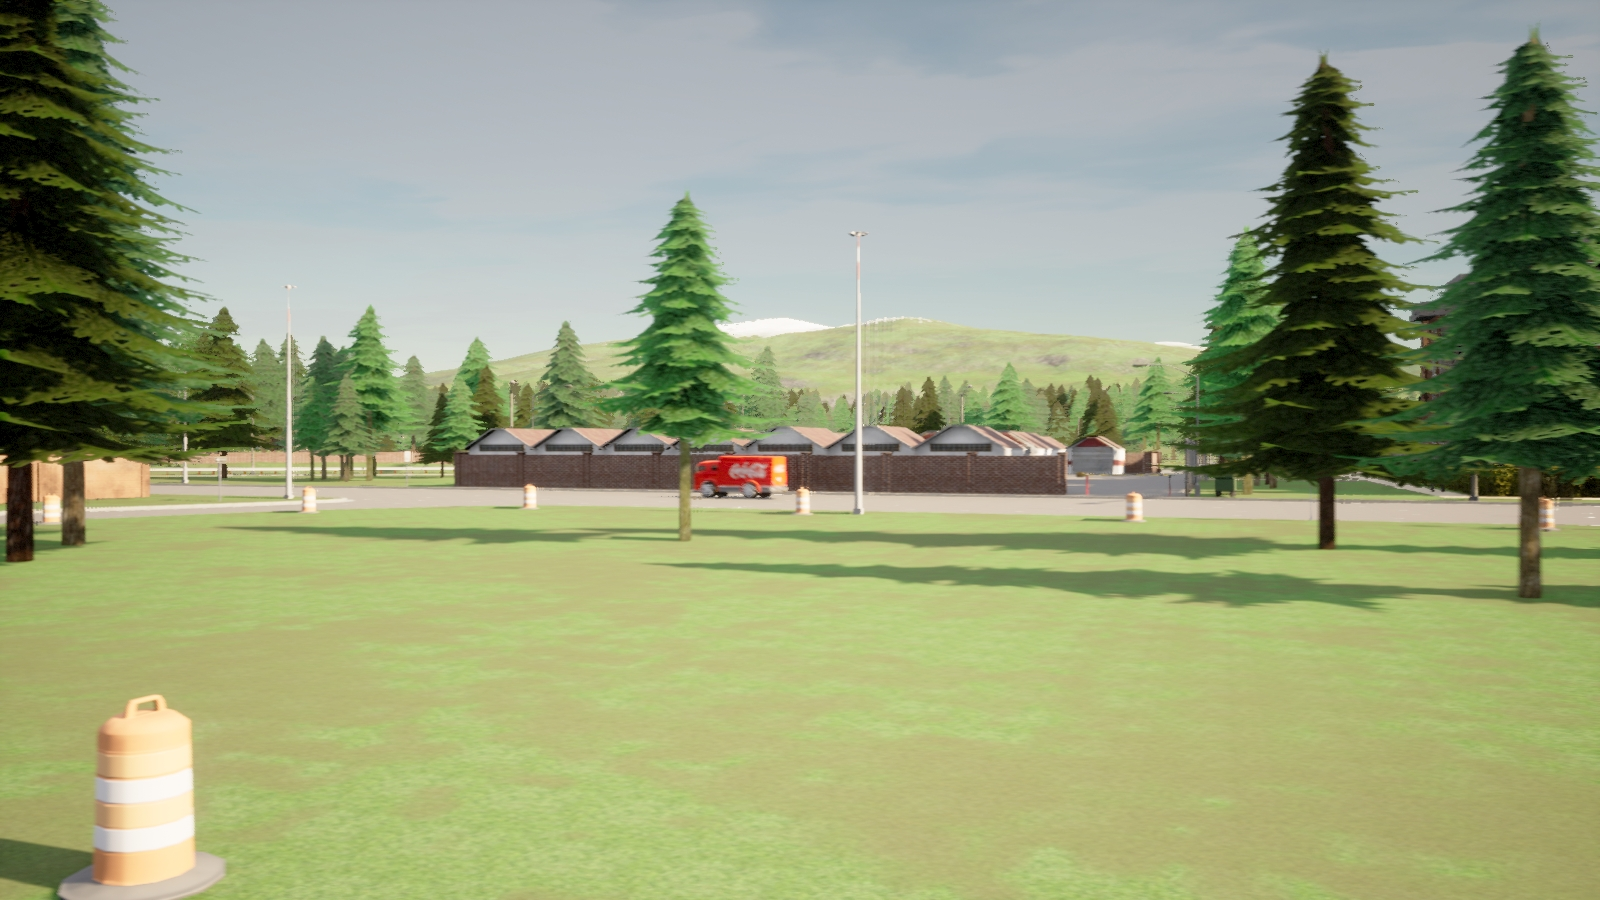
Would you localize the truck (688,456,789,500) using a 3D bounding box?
[{"bbox_3d":[-3.568,1.568,66.502,5.204,2.467,2.627,0,0,20],"label":"truck"}]
